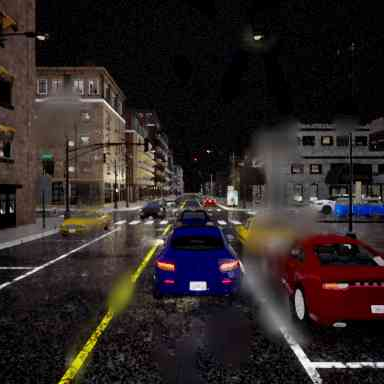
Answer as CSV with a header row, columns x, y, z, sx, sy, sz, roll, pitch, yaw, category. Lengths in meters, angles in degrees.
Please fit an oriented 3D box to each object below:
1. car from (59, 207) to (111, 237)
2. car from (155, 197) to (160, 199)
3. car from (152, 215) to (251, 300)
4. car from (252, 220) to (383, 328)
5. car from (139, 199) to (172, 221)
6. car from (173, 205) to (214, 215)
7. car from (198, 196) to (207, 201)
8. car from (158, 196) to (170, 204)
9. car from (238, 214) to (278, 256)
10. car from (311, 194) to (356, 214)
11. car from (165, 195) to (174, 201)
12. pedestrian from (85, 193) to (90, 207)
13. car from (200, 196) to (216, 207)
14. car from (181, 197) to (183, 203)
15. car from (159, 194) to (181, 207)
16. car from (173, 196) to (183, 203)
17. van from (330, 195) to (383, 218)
x,y,z,sx,sy,sz,roll,pitch,yaw,category
-5.700,1.527,18.226,1.752,1.417,4.829,0,0,0,car
-5.708,1.579,56.549,2.008,1.369,4.403,0,0,0,car
0.102,1.525,8.283,1.812,1.442,4.674,0,0,0,car
2.684,1.544,7.000,1.887,1.381,4.507,0,0,0,car
-3.102,1.562,27.668,2.033,1.411,5.357,0,0,0,car
0.097,1.565,16.976,1.994,1.385,4.181,0,0,0,car
2.666,1.622,85.046,2.008,1.369,4.403,-1,0,0,car
-5.710,1.594,67.942,2.008,1.369,4.403,0,0,0,car
2.683,1.526,12.867,1.752,1.417,4.829,0,0,0,car
15.477,1.256,34.957,5.566,2.045,2.150,0,0,0,car
-5.715,1.596,84.862,1.752,1.417,4.829,0,0,0,car
-12.639,1.079,40.276,0.375,1.860,0.375,0,0,0,pedestrian
2.673,1.462,50.866,1.967,1.590,4.097,0,0,0,car
-3.084,1.635,61.009,1.895,1.301,4.718,0,0,0,car
-3.106,1.510,47.952,2.128,1.511,4.902,0,0,0,car
-3.016,1.603,72.501,1.994,1.385,4.181,0,0,0,car
14.652,1.413,29.163,3.998,1.788,1.690,0,0,0,van
